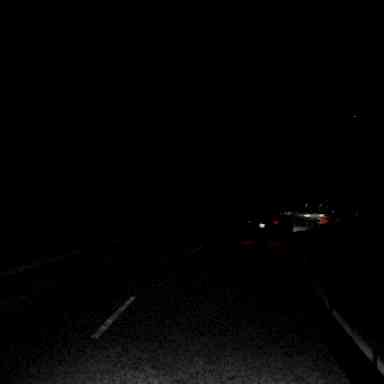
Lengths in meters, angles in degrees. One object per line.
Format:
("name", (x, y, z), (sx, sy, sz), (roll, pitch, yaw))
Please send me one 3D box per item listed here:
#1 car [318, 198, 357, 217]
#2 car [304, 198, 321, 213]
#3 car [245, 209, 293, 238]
("car", (14.526, 1.599, 32.400), (2.128, 1.511, 4.902), (-1, -1, 41))
("car", (14.632, 1.514, 38.290), (2.097, 1.767, 4.553), (-1, -1, 40))
("car", (4.253, 1.613, 18.055), (1.994, 1.385, 4.181), (0, 0, 24))
